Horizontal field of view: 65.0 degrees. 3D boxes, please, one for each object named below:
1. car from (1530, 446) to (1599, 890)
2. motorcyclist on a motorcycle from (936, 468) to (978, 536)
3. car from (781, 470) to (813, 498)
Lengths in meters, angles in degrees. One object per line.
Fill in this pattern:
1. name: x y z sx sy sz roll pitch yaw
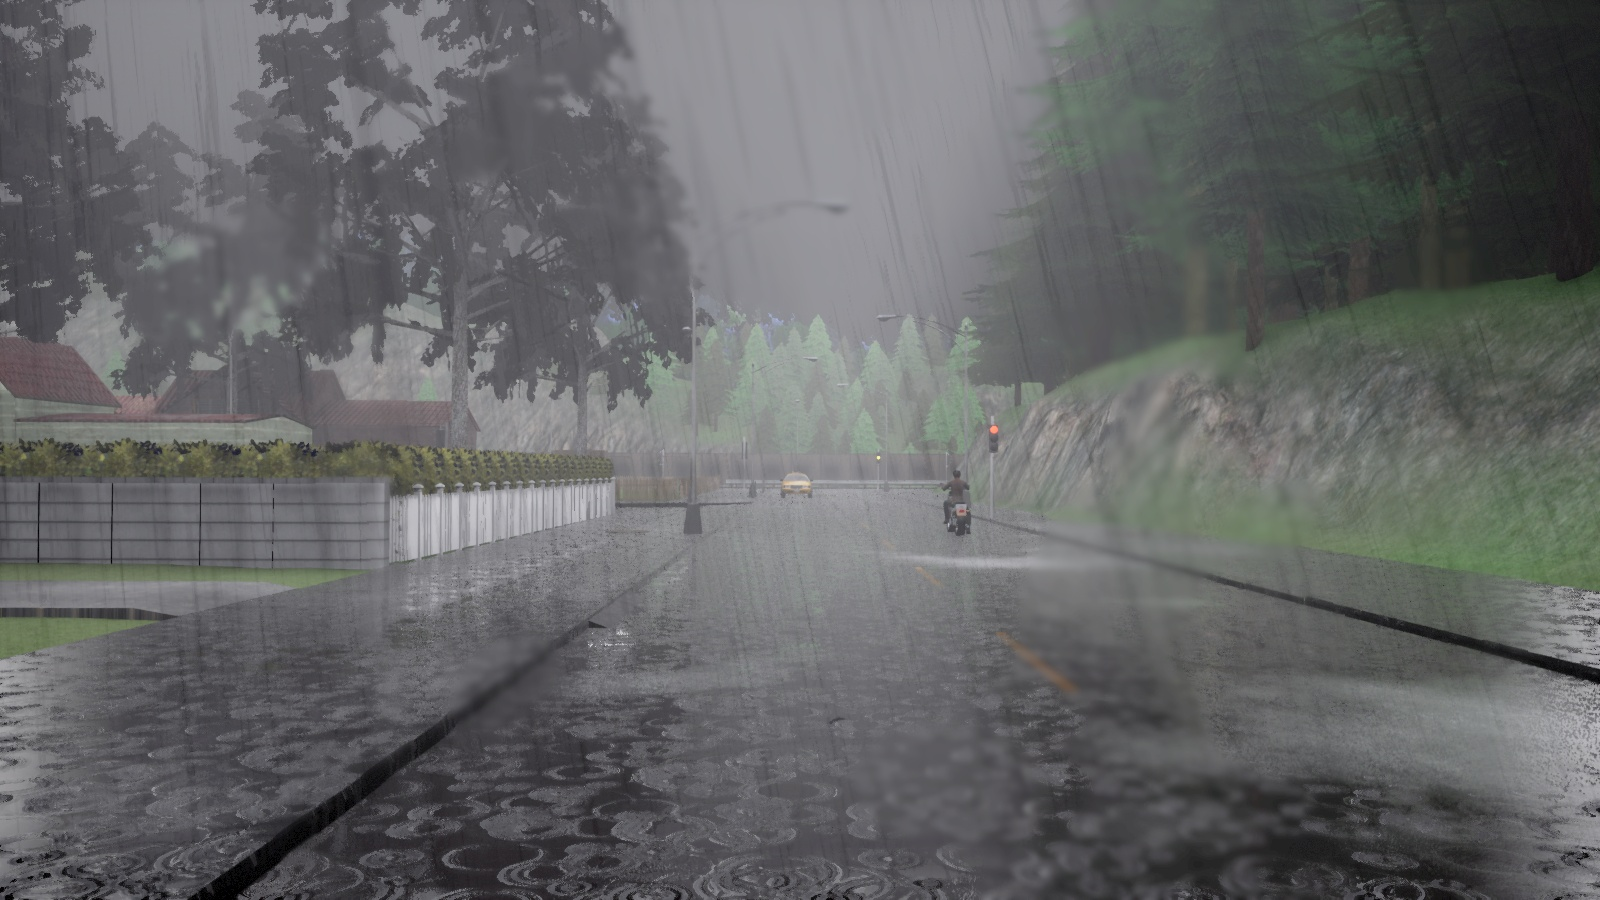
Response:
1. car: 3.992 0.773 2.665 2.033 1.649 4.856 0 -1 0
2. motorcyclist on a motorcycle: 3.921 1.277 31.522 0.766 1.649 2.350 0 -1 0
3. car: -0.184 1.989 73.693 1.801 1.575 5.366 0 -1 0
